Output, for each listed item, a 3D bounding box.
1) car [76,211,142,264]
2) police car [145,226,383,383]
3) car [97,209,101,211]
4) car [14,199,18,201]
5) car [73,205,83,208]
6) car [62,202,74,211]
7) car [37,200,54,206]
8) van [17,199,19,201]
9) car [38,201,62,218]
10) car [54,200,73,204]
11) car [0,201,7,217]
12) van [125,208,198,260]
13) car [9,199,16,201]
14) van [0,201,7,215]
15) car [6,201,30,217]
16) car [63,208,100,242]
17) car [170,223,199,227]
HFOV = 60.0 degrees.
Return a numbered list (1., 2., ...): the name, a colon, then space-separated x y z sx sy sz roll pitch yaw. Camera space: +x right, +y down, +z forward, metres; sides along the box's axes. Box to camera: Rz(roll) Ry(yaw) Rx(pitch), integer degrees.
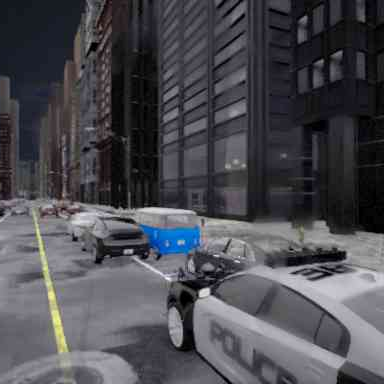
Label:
1. car: -3.093 1.705 12.832 1.837 1.490 4.892 0 -1 -26
2. police car: 1.231 1.486 3.940 1.930 1.638 5.238 0 -1 -26
3. car: -3.644 1.833 18.220 2.008 1.369 4.403 0 -1 -26
4. car: -38.414 2.724 70.231 1.947 1.339 4.313 0 -1 -26
5. car: -8.573 1.996 28.356 2.008 1.369 4.403 0 -1 -26
6. car: -13.502 2.154 38.493 1.887 1.381 4.507 0 -1 -26
7. car: -21.512 2.286 48.655 1.837 1.490 4.892 0 -1 -26
8. van: -43.345 2.674 80.372 1.690 1.788 3.998 0 -1 -26
9. car: -16.371 2.134 38.155 1.812 1.442 4.674 0 -1 -25
10. car: -18.431 2.092 48.632 2.192 1.841 5.009 0 -1 -26
11. car: -23.627 1.959 39.823 2.192 1.841 5.009 0 -1 -26
12. van: -1.180 1.543 13.154 1.690 1.788 3.998 0 -1 -26
13. car: -33.485 2.529 60.094 1.887 1.381 4.507 0 -1 -26
14. van: -26.091 2.069 44.891 1.690 1.788 3.998 0 -1 -26
15. car: -20.296 2.123 39.293 2.128 1.511 4.902 0 -1 -26
16. car: -5.761 1.811 18.204 1.812 1.442 4.674 0 -1 -26
17. car: 1.285 1.674 8.083 2.008 1.369 4.403 0 -1 -26
